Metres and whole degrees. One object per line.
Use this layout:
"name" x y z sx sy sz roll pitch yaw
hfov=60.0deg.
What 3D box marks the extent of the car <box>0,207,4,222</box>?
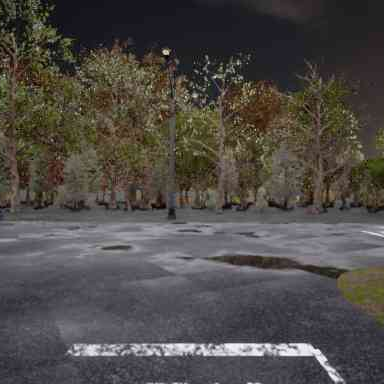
"car" -14.836 1.258 21.546 4.553 1.767 2.097 0 0 1
